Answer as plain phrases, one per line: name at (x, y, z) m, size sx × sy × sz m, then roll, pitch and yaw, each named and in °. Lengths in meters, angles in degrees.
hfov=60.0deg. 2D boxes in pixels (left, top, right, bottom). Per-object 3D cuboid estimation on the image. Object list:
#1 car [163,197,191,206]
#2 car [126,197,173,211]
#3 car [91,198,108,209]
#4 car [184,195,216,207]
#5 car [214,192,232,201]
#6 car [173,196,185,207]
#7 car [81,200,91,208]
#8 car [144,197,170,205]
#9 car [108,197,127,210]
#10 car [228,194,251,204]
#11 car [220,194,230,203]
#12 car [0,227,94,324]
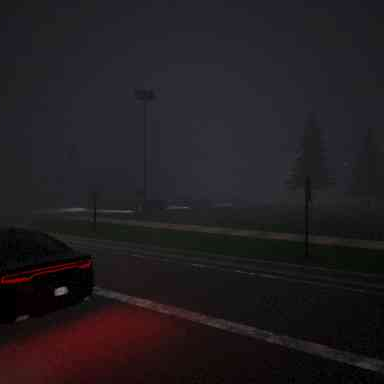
car at (-2.498, 1.546, 57.138) m, size 2.033 × 1.411 × 5.357 m, roll 0°, pitch 0°, yaw 35°
car at (-5.136, 1.546, 41.182) m, size 2.033 × 1.411 × 5.357 m, roll 0°, pitch 0°, yaw 35°
car at (-10.726, 1.490, 45.401) m, size 2.128 × 1.511 × 4.902 m, roll 0°, pitch 0°, yaw 35°
car at (1.253, 1.563, 50.287) m, size 1.994 × 1.385 × 4.181 m, roll 0°, pitch 0°, yaw 36°
car at (6.618, 0.933, 69.986) m, size 2.150 × 2.045 × 5.566 m, roll 0°, pitch 0°, yaw 35°
car at (-1.610, 1.351, 52.305) m, size 2.097 × 1.767 × 4.553 m, roll 0°, pitch 0°, yaw 35°
car at (-13.624, 1.562, 47.375) m, size 1.994 × 1.385 × 4.181 m, roll 0°, pitch 0°, yaw 34°
car at (-6.115, 1.599, 58.068) m, size 1.895 × 1.301 × 4.718 m, roll 0°, pitch 0°, yaw 35°
car at (-8.158, 1.524, 42.932) m, size 1.812 × 1.442 × 4.674 m, roll 0°, pitch 0°, yaw 34°
car at (9.070, 1.600, 61.397) m, size 1.895 × 1.301 × 4.718 m, roll 0°, pitch 0°, yaw 35°
car at (8.377, 1.551, 66.399) m, size 2.033 × 1.411 × 5.357 m, roll 0°, pitch 0°, yaw 35°
car at (-4.156, 1.477, 6.928) m, size 5.008 × 1.535 × 1.882 m, roll 0°, pitch 0°, yaw 36°
